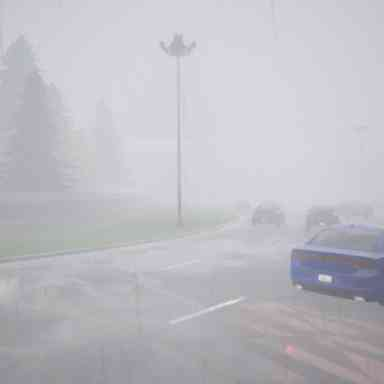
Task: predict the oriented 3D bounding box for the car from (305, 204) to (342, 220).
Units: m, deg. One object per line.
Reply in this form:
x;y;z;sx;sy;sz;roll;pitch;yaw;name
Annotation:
8.366;1.586;21.352;1.837;1.490;4.892;0;0;22;car

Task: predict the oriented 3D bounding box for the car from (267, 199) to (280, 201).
10.727;1.712;44.360;1.882;1.535;5.008;-1;-1;-3;car

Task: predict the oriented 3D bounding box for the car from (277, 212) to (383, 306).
4.228;1.501;8.204;1.882;1.535;5.008;0;0;43;car

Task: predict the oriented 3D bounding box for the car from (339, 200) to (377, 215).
17.889;1.619;36.055;1.812;1.442;4.674;0;-1;1;car

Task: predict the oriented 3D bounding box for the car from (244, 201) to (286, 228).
5.418;1.620;23.392;2.128;1.511;4.902;-1;0;21;car

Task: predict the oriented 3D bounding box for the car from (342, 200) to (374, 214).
14.370;1.633;30.137;2.033;1.411;5.357;-1;0;5;car

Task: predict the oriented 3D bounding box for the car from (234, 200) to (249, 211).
7.125;1.816;46.481;1.812;1.442;4.674;-1;-1;-3;car
